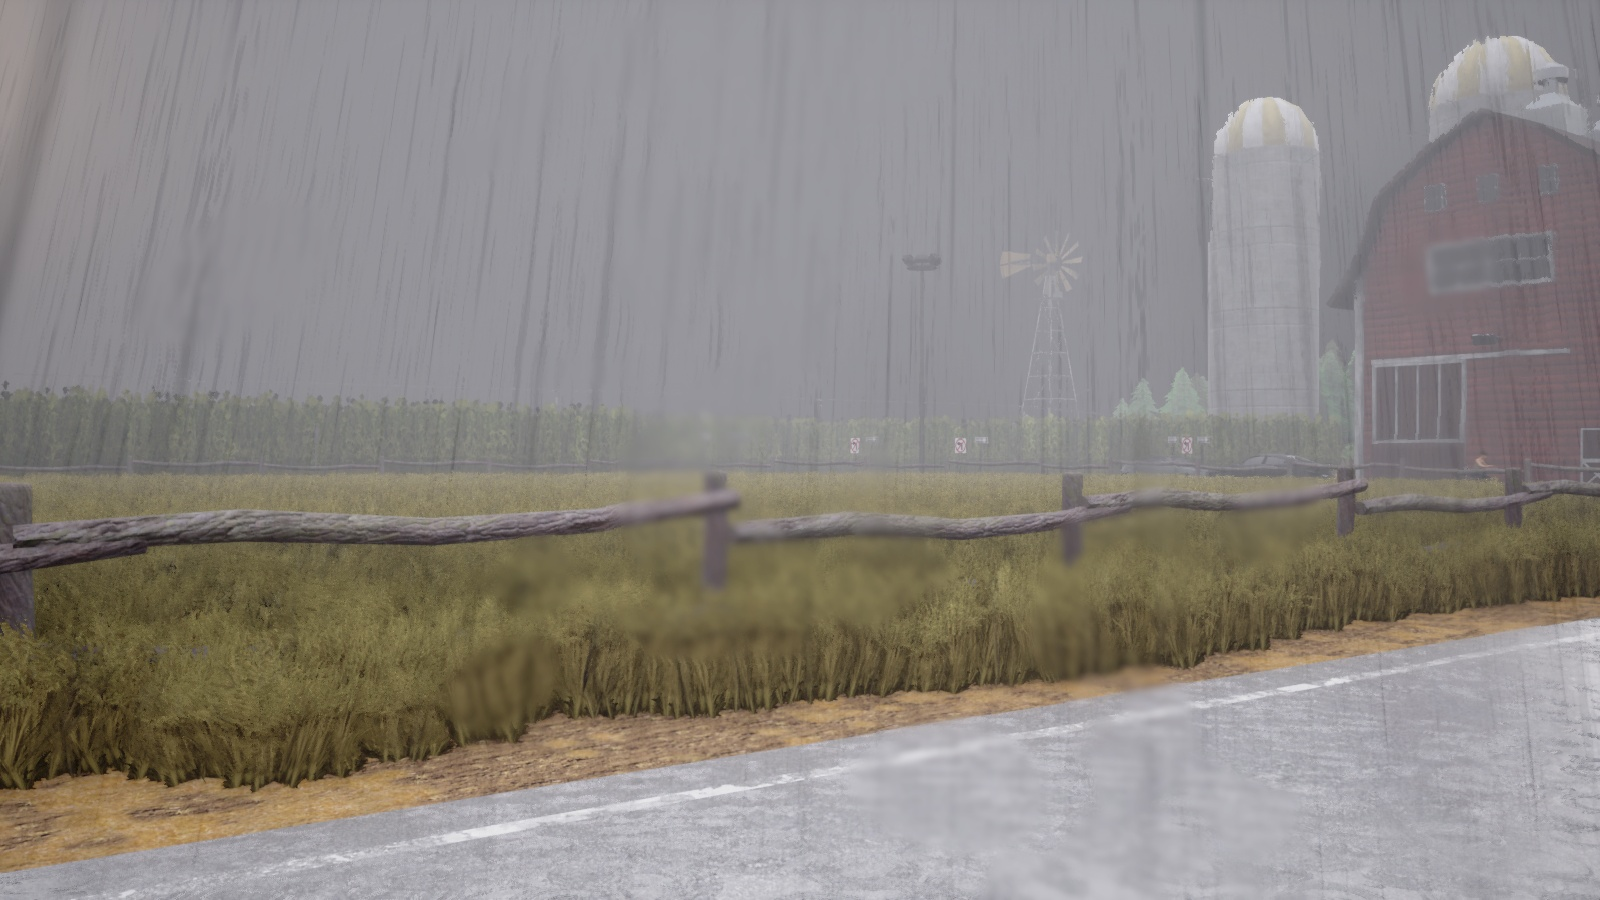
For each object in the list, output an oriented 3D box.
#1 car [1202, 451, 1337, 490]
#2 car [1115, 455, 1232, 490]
[{"bbox_3d":[19.504,0.809,52.378,1.882,1.535,5.008,0,0,-38],"label":"car"},{"bbox_3d":[15.401,0.902,51.917,1.994,1.385,4.181,0,0,-42],"label":"car"}]
